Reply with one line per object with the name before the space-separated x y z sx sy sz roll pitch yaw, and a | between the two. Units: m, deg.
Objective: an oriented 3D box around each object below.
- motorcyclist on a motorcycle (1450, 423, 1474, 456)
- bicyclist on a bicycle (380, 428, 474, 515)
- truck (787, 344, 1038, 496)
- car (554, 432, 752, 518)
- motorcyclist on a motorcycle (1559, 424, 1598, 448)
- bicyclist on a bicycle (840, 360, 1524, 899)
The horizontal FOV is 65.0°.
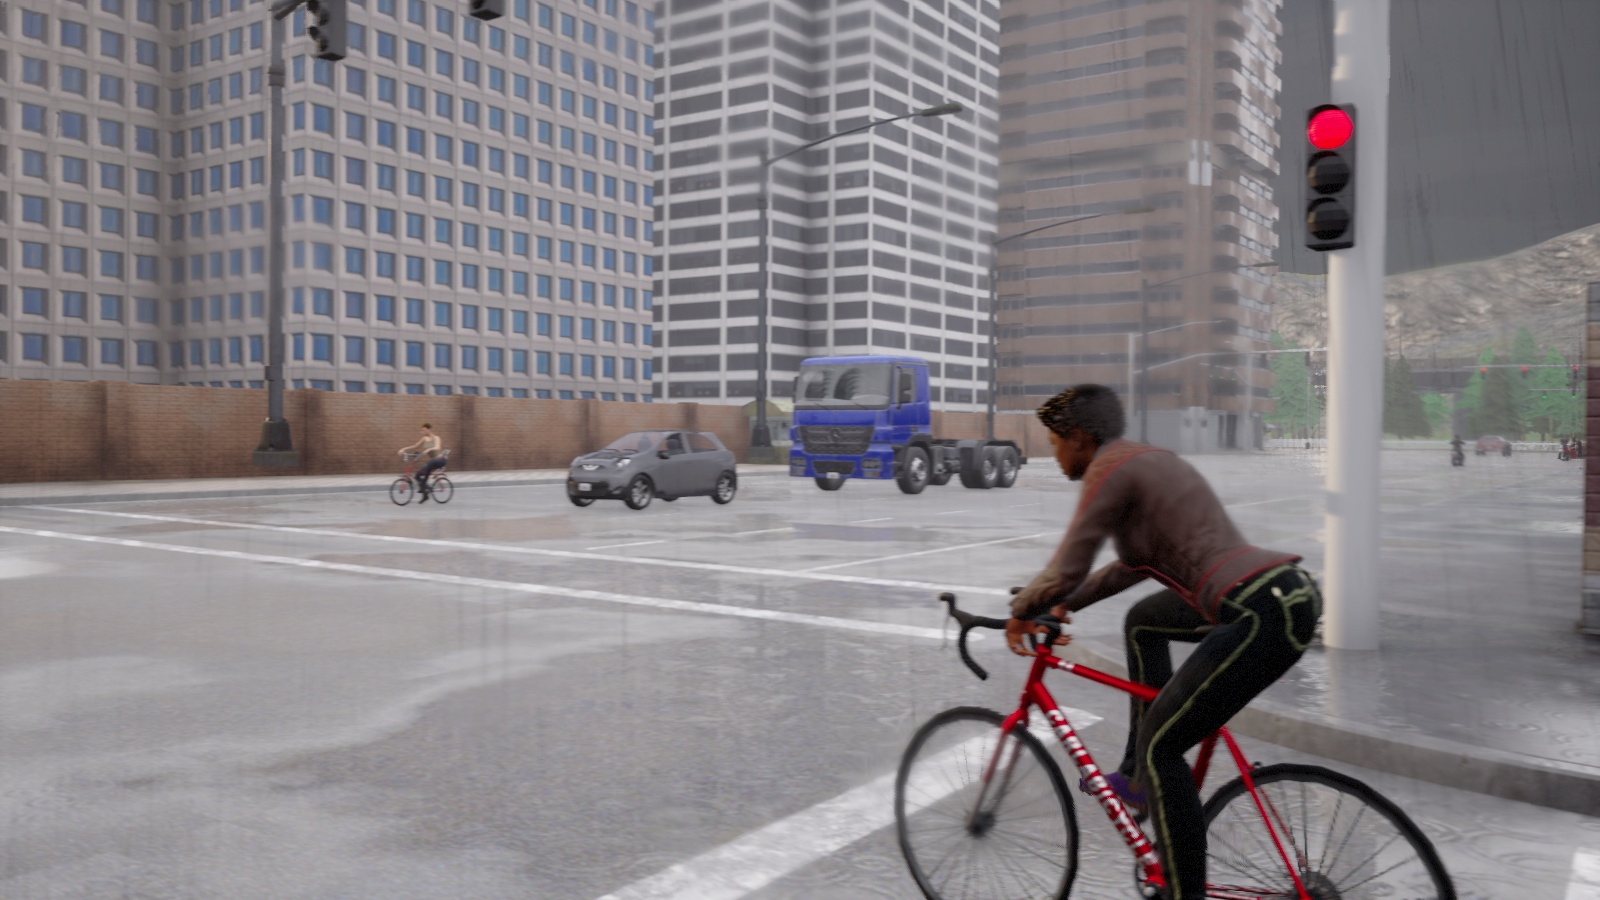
motorcyclist on a motorcycle | 33.331 -0.547 63.240 0.766 1.649 2.350 0 1 35
bicyclist on a bicycle | -7.181 0.393 24.213 0.866 1.612 1.509 0 1 35
truck | 3.185 -0.750 32.801 2.891 3.462 7.936 0 1 35
car | -2.774 0.424 24.384 1.845 1.501 3.633 0 1 35
motorcyclist on a motorcycle | 49.579 -0.913 79.956 2.044 1.523 0.797 0 1 35
bicyclist on a bicycle | 0.932 0.627 3.369 1.656 1.620 0.582 -1 0 43
